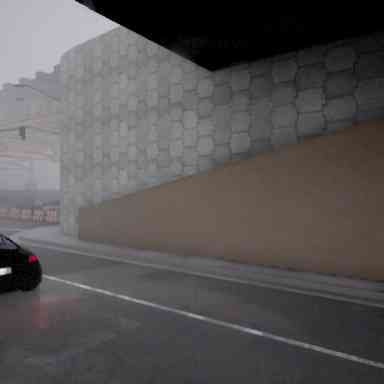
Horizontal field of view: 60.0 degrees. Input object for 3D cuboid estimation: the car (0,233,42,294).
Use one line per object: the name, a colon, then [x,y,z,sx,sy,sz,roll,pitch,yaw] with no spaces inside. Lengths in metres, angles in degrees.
car: [-5.394,1.558,7.809,4.181,1.385,1.994,0,0,36]

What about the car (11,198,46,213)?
car: [-15.807,1.274,32.451,1.853,1.218,4.536,0,0,-9]

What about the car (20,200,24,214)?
car: [-12.110,1.434,29.638,4.974,1.542,2.038,0,0,1]

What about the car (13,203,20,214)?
car: [-15.799,1.431,32.400,2.038,1.542,4.974,0,0,-9]

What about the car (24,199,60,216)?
car: [-12.058,1.277,29.638,4.536,1.218,1.853,0,0,1]
